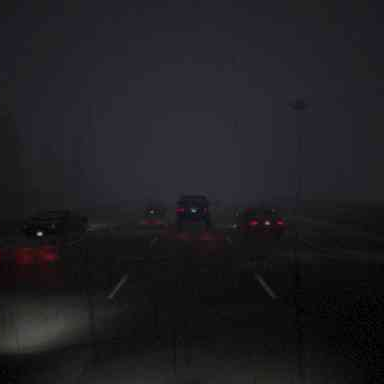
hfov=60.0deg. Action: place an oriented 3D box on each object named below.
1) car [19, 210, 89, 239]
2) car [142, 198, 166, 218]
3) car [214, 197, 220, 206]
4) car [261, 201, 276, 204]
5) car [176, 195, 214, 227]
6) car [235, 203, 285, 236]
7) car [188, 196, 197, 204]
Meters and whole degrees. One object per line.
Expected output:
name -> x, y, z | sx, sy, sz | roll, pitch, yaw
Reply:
car -> -6.902, 1.599, 17.318 | 1.895, 1.301, 4.718 | 0, 0, 0
car -> -3.404, 1.523, 30.563 | 1.812, 1.442, 4.674 | 0, 0, 0
car -> 3.590, 1.521, 54.354 | 1.812, 1.442, 4.674 | 0, 0, 0
car -> 7.096, 1.561, 31.214 | 1.994, 1.385, 4.181 | 0, 0, 0
car -> 0.097, 1.219, 22.641 | 2.150, 2.045, 5.566 | 0, 0, 0
car -> 3.598, 1.545, 18.332 | 2.033, 1.411, 5.357 | 0, 0, 0
car -> 0.085, 1.520, 64.536 | 1.812, 1.442, 4.674 | 0, 0, 0
